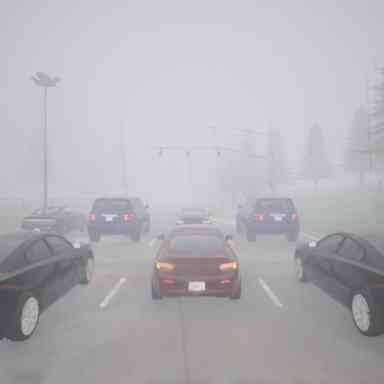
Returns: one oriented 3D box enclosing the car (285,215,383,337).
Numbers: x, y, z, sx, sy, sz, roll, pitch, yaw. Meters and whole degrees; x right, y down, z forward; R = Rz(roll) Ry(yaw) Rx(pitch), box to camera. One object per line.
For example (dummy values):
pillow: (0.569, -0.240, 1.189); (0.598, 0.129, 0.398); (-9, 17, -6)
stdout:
car: (3.587, 1.476, 6.664); (1.882, 1.535, 5.008); (0, 0, 0)

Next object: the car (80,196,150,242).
car: (-3.433, 1.217, 16.496); (2.150, 2.045, 5.566); (0, 0, 0)

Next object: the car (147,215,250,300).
car: (0.085, 1.523, 8.269); (1.812, 1.442, 4.674); (0, 0, 0)

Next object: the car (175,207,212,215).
car: (0.069, 1.521, 17.366); (1.812, 1.442, 4.674); (0, 0, 0)

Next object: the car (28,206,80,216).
car: (-6.935, 1.487, 17.276); (2.128, 1.511, 4.902); (0, 0, 0)

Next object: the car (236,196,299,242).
car: (3.574, 1.217, 16.531); (2.150, 2.045, 5.566); (0, 0, 0)

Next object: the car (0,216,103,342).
car: (-3.412, 1.476, 6.498); (1.882, 1.535, 5.008); (0, 0, 0)
